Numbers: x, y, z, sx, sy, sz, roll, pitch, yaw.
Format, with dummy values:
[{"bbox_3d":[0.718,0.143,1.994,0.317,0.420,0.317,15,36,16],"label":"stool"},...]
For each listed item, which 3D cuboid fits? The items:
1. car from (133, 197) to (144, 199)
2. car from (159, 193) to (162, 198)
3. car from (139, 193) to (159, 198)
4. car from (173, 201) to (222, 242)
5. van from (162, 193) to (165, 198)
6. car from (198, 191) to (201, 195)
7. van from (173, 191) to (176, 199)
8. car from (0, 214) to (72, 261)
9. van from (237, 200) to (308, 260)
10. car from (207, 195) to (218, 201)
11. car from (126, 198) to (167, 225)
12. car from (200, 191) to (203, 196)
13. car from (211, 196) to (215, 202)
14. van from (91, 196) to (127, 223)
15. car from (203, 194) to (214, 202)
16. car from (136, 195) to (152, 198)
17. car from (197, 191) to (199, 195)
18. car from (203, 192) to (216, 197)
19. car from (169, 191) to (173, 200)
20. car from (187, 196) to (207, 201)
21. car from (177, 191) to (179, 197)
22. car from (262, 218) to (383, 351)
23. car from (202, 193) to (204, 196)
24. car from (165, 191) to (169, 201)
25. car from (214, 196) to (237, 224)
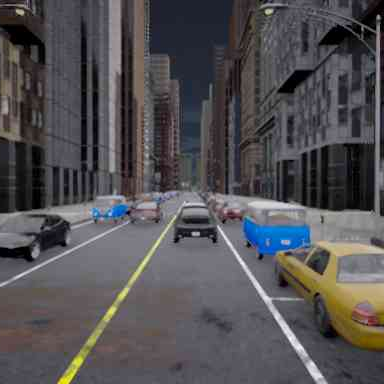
[{"bbox_3d":[-5.646,1.351,28.728,1.947,1.339,4.313,0,0,0],"label":"car"},{"bbox_3d":[-5.572,1.208,45.638,1.887,1.381,4.507,0,0,0],"label":"car"},{"bbox_3d":[-5.597,1.019,39.999,2.192,1.841,5.009,0,0,0],"label":"car"},{"bbox_3d":[0.163,1.391,15.589,1.837,1.490,4.892,0,1,0],"label":"car"},{"bbox_3d":[-5.548,0.964,51.273,1.690,1.788,3.998,0,0,0],"label":"van"},{"bbox_3d":[3.100,0.870,79.426,1.967,1.590,4.097,0,0,0],"label":"car"},{"bbox_3d":[-5.425,0.763,79.455,1.690,1.788,3.998,0,0,0],"label":"van"},{"bbox_3d":[-5.720,1.473,11.819,1.947,1.339,4.313,0,0,0],"label":"car"},{"bbox_3d":[2.805,1.257,11.792,1.690,1.788,3.998,0,0,0],"label":"van"},{"bbox_3d":[2.904,1.304,34.339,2.008,1.369,4.403,0,0,0],"label":"car"},{"bbox_3d":[-2.991,1.356,22.790,1.812,1.442,4.674,0,0,0],"label":"car"},{"bbox_3d":[3.002,0.906,56.882,2.192,1.841,5.009,0,0,0],"label":"car"},{"bbox_3d":[2.880,1.318,28.872,1.752,1.417,4.829,0,0,0],"label":"car"},{"bbox_3d":[-5.671,1.167,23.090,1.690,1.788,3.998,0,0,0],"label":"van"},{"bbox_3d":[3.027,1.095,62.519,1.887,1.381,4.507,0,0,0],"label":"car"},{"bbox_3d":[-5.621,1.311,34.365,1.947,1.339,4.313,0,0,0],"label":"car"},{"bbox_3d":[3.150,0.917,90.699,1.947,1.339,4.313,0,0,0],"label":"car"},{"bbox_3d":[2.953,1.112,45.609,1.967,1.590,4.097,0,0,0],"label":"car"},{"bbox_3d":[-5.474,0.942,68.183,1.967,1.590,4.097,0,0,0],"label":"car"},{"bbox_3d":[0.239,1.359,33.328,1.895,1.301,4.718,0,0,0],"label":"car"},{"bbox_3d":[-5.375,0.894,90.729,2.008,1.369,4.403,0,0,0],"label":"car"},{"bbox_3d":[2.781,1.481,6.328,1.752,1.417,4.829,0,0,0],"label":"car"},{"bbox_3d":[2.978,1.197,51.247,1.947,1.339,4.313,0,0,0],"label":"car"},{"bbox_3d":[-5.523,1.023,56.910,1.967,1.590,4.097,0,0,0],"label":"car"},{"bbox_3d":[2.854,1.274,23.066,1.967,1.590,4.097,0,0,0],"label":"car"}]
